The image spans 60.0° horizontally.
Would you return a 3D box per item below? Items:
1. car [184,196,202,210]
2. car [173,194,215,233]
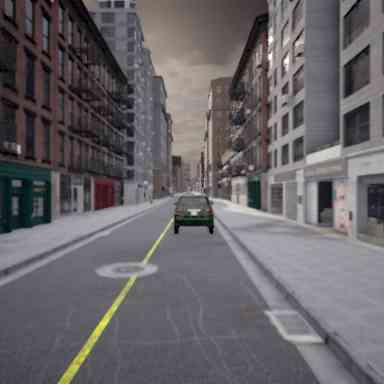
[{"bbox_3d":[0.109,1.332,40.784,2.128,1.511,4.902,0,0,0],"label":"car"},{"bbox_3d":[0.104,1.149,19.310,2.150,2.045,5.566,0,0,0],"label":"car"}]
